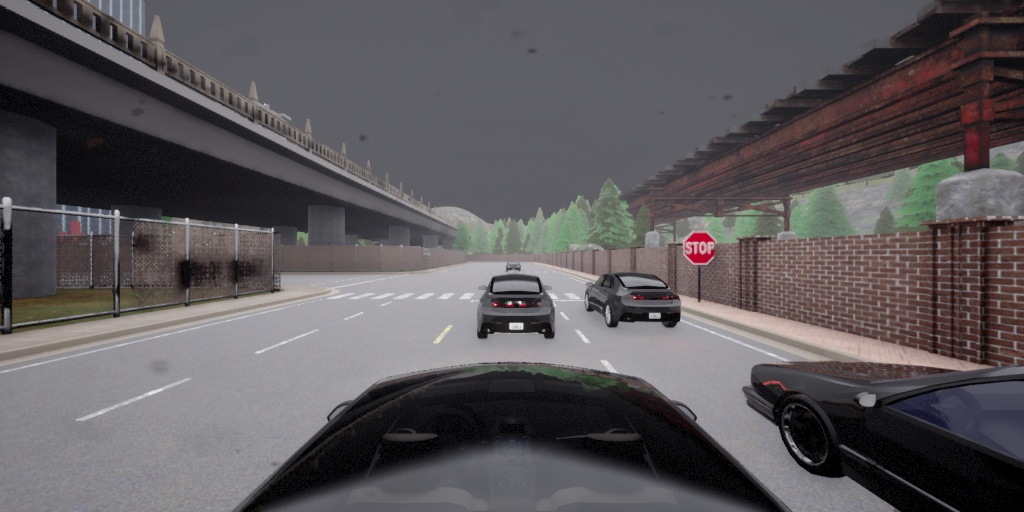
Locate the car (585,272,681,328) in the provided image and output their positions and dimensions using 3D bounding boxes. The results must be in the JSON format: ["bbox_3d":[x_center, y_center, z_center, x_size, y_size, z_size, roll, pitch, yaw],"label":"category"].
[{"bbox_3d":[3.596,1.254,11.433,1.837,1.490,4.892,0,0,0],"label":"car"}]

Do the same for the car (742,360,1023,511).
[{"bbox_3d":[3.600,1.297,1.687,2.033,1.411,5.357,0,0,0],"label":"car"}]

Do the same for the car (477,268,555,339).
[{"bbox_3d":[0.095,1.254,10.073,1.837,1.490,4.892,0,0,0],"label":"car"}]

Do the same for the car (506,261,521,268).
[{"bbox_3d":[0.164,1.348,46.352,1.895,1.301,4.718,0,0,-1],"label":"car"}]
